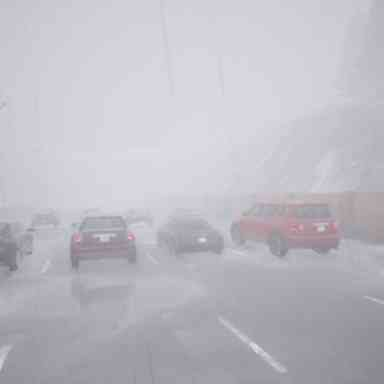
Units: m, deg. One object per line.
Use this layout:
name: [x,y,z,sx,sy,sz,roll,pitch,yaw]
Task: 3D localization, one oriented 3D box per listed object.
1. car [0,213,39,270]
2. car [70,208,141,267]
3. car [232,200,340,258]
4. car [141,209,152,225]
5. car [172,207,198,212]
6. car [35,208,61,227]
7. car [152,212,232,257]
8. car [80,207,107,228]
car: [-6.755,1.731,11.549,1.837,1.490,4.892,0,0,-17]
car: [-3.401,1.554,12.553,2.097,1.767,4.553,0,-1,-18]
car: [3.548,1.366,13.765,2.150,2.045,5.566,0,-1,-18]
car: [-4.416,2.006,27.251,1.895,1.301,4.718,0,-1,-17]
car: [-0.621,1.906,26.797,2.033,1.411,5.357,0,-1,-17]
car: [-11.471,1.995,26.374,1.812,1.442,4.674,0,-1,-17]
car: [-0.201,1.752,14.042,1.994,1.385,4.181,0,-1,-17]
car: [-8.001,2.005,27.001,1.994,1.385,4.181,0,-1,-17]
